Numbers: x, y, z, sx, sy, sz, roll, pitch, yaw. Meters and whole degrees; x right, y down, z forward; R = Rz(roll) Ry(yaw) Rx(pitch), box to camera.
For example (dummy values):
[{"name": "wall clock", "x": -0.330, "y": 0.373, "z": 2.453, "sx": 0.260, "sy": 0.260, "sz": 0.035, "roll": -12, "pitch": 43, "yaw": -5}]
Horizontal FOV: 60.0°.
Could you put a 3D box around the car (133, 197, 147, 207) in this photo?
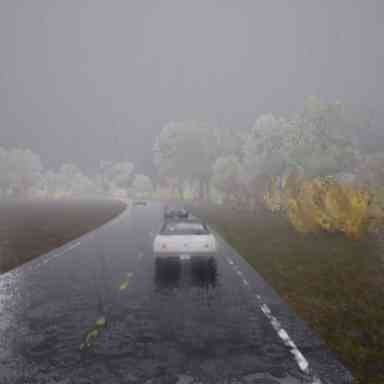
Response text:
[{"name": "car", "x": -8.065, "y": 1.533, "z": 51.434, "sx": 1.994, "sy": 1.385, "sz": 4.181, "roll": 0, "pitch": 0, "yaw": -10}]

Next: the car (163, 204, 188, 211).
[{"name": "car", "x": -1.370, "y": 1.588, "z": 26.887, "sx": 1.895, "sy": 1.301, "sz": 4.718, "roll": 0, "pitch": 0, "yaw": -5}]

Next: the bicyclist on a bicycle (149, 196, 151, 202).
[{"name": "bicyclist on a bicycle", "x": -9.579, "y": 1.376, "z": 75.387, "sx": 0.866, "sy": 1.612, "sz": 1.509, "roll": 0, "pitch": 0, "yaw": -15}]

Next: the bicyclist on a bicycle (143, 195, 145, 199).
[{"name": "bicyclist on a bicycle", "x": -12.125, "y": 1.377, "z": 84.098, "sx": 0.582, "sy": 1.620, "sz": 1.656, "roll": -1, "pitch": 0, "yaw": -17}]

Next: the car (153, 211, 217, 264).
[{"name": "car", "x": -0.279, "y": 1.595, "z": 11.856, "sx": 1.895, "sy": 1.301, "sz": 4.718, "roll": 0, "pitch": 0, "yaw": -2}]
